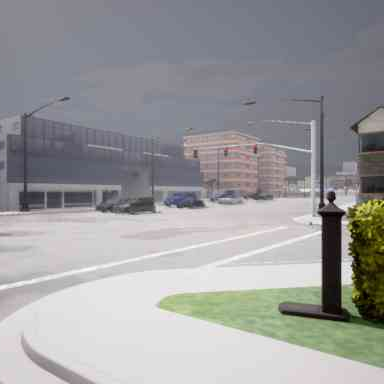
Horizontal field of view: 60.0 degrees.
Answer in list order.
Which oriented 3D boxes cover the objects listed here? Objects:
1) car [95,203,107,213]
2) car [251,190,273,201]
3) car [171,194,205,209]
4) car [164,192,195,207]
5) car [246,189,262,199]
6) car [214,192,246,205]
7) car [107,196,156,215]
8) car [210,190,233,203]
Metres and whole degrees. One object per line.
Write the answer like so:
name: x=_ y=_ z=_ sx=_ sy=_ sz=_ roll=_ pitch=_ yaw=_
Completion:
car: x=-7.915 y=1.481 z=36.226 sx=2.033 sy=1.411 sz=5.357 roll=0 pitch=0 yaw=35
car: x=12.867 y=0.864 z=59.718 sx=1.895 sy=1.301 sz=4.718 roll=0 pitch=1 yaw=35
car: x=-0.157 y=1.377 z=41.182 sx=1.994 sy=1.385 sz=4.181 roll=0 pitch=1 yaw=35
car: x=-1.486 y=0.985 z=45.386 sx=2.150 sy=2.045 sz=5.566 roll=0 pitch=1 yaw=35
car: x=11.915 y=0.436 z=64.414 sx=2.150 sy=2.045 sz=5.566 roll=0 pitch=1 yaw=35
car: x=5.707 y=1.175 z=49.549 sx=1.895 sy=1.301 sz=4.718 roll=0 pitch=2 yaw=35
car: x=-5.726 y=1.283 z=33.227 sx=2.097 sy=1.767 sz=4.553 roll=0 pitch=0 yaw=35
car: x=5.080 y=0.687 z=54.749 sx=2.150 sy=2.045 sz=5.566 roll=0 pitch=1 yaw=35
